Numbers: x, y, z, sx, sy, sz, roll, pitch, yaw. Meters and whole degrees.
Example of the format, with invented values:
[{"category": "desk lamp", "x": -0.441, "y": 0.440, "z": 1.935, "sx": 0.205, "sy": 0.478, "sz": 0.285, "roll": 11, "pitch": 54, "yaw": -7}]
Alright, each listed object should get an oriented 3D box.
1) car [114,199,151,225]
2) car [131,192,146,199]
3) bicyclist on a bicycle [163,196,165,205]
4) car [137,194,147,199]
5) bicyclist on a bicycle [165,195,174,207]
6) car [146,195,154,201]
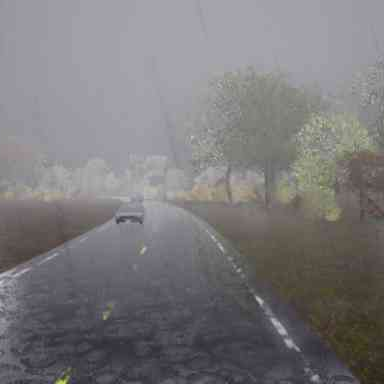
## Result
[{"category": "car", "x": -4.198, "y": 1.448, "z": 23.453, "sx": 2.033, "sy": 1.411, "sz": 5.357, "roll": 0, "pitch": 0, "yaw": -5}, {"category": "car", "x": -10.471, "y": 0.934, "z": 63.496, "sx": 2.150, "sy": 2.045, "sz": 5.566, "roll": 0, "pitch": 0, "yaw": -12}, {"category": "bicyclist on a bicycle", "x": -4.221, "y": 1.212, "z": 52.452, "sx": 0.582, "sy": 1.620, "sz": 1.656, "roll": -1, "pitch": 0, "yaw": -11}, {"category": "car", "x": -12.552, "y": 1.148, "z": 83.048, "sx": 1.895, "sy": 1.301, "sz": 4.718, "roll": 0, "pitch": 0, "yaw": -18}, {"category": "bicyclist on a bicycle", "x": -2.819, "y": 1.237, "z": 44.399, "sx": 0.866, "sy": 1.612, "sz": 1.509, "roll": 0, "pitch": 0, "yaw": -9}, {"category": "car", "x": -9.715, "y": 1.256, "z": 72.991, "sx": 1.895, "sy": 1.301, "sz": 4.718, "roll": 0, "pitch": 0, "yaw": -16}]
